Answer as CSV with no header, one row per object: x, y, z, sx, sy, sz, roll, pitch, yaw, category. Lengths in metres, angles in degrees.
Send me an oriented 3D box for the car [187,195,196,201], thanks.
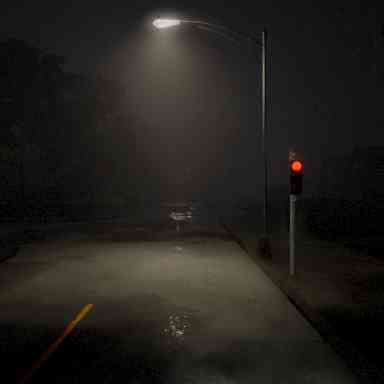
-0.084,1.427,77.535,1.895,1.301,4.718,0,0,0,car

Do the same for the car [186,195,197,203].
-0.073,1.525,67.501,1.812,1.442,4.674,0,0,0,car
